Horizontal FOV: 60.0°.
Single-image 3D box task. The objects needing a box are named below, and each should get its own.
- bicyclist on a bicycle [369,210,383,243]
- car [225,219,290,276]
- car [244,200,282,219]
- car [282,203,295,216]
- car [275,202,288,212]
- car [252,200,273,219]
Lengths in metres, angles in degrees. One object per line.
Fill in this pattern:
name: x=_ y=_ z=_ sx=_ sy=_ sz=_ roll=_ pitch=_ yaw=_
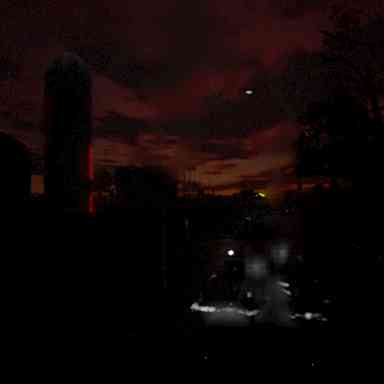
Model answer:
bicyclist on a bicycle: x=9.429 y=1.676 z=16.028 sx=1.656 sy=1.620 sz=0.582 roll=-1 pitch=-1 yaw=12
car: x=2.279 y=1.820 z=11.329 sx=1.895 sy=1.301 sz=4.718 roll=-1 pitch=-1 yaw=13
car: x=4.923 y=1.657 z=23.468 sx=2.150 sy=2.045 sz=5.566 roll=-1 pitch=-1 yaw=12
car: x=12.143 y=2.309 z=42.890 sx=1.994 sy=1.385 sz=4.181 roll=-1 pitch=-1 yaw=12
car: x=14.537 y=2.467 z=53.968 sx=1.812 sy=1.442 sz=4.674 roll=-1 pitch=-1 yaw=12
car: x=8.000 y=1.917 z=37.585 sx=2.150 sy=2.045 sz=5.566 roll=-1 pitch=-2 yaw=12
